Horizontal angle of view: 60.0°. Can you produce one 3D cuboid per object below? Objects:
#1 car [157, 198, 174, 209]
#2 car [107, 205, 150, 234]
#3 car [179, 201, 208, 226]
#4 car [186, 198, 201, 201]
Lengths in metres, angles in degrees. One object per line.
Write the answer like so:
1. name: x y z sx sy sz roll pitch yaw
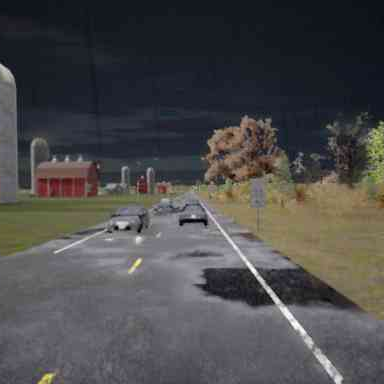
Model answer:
1. car: -3.572 1.566 45.324 1.812 1.442 4.674 -1 0 0
2. car: -3.606 1.546 19.634 2.128 1.511 4.902 -1 0 0
3. car: 0.094 1.566 23.763 1.994 1.385 4.181 -1 0 0
4. car: 0.097 1.483 44.203 2.128 1.511 4.902 -1 0 0
